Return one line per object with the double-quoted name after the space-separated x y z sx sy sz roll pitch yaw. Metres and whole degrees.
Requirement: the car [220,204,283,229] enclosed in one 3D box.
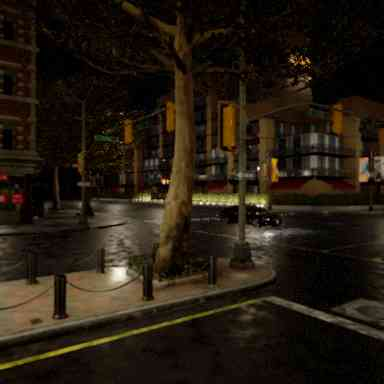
3.929 1.621 22.737 1.837 1.490 4.892 0 0 -36 "car"
